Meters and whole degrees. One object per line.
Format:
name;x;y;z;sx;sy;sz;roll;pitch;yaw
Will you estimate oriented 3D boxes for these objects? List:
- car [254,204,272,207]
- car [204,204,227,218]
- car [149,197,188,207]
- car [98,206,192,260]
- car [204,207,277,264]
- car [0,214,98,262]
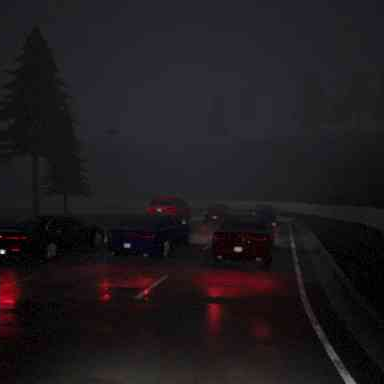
car;5.489;1.681;25.687;1.812;1.442;4.674;0;0;11
car;2.048;1.684;26.652;1.812;1.442;4.674;0;0;10
car;-1.663;1.375;25.804;2.150;2.045;5.566;0;0;14
car;-1.404;1.554;12.966;1.882;1.535;5.008;0;0;15
car;2.029;1.552;12.267;1.882;1.535;5.008;0;0;15
car;-5.148;1.577;12.526;1.837;1.490;4.892;0;0;15
